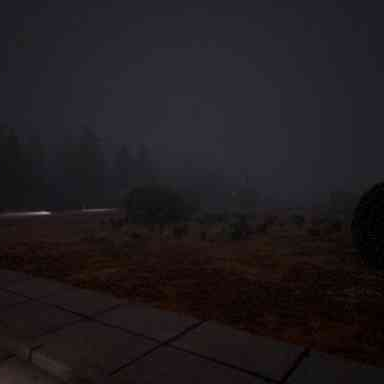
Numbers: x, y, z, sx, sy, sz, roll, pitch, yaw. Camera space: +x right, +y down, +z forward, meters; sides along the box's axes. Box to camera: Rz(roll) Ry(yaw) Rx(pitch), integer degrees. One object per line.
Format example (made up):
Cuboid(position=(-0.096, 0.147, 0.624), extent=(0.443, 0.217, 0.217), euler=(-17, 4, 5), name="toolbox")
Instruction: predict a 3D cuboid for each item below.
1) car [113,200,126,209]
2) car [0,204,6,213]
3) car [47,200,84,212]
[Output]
Cuboid(position=(-9.256, 1.737, 48.570), extent=(1.895, 1.301, 4.718), euler=(0, 0, 37), name="car")
Cuboid(position=(-21.032, 1.636, 32.634), extent=(2.128, 1.511, 4.902), euler=(0, 0, 36), name="car")
Cuboid(position=(-15.312, 1.704, 40.384), extent=(1.994, 1.385, 4.181), euler=(0, 0, 36), name="car")
